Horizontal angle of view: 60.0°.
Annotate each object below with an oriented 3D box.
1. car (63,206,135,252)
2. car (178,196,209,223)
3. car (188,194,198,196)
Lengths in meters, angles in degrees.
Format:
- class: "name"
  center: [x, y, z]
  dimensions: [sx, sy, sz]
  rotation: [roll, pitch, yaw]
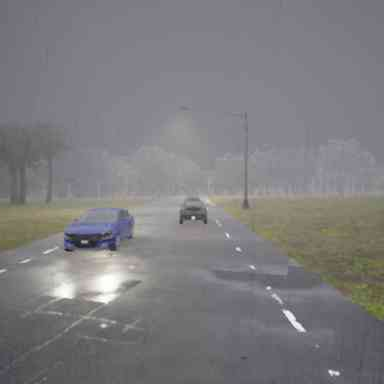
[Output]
- class: "car"
  center: [-3.585, 1.389, 13.625]
  dimensions: [1.882, 1.535, 5.008]
  rotation: [0, 1, 0]
- class: "car"
  center: [0.094, 1.311, 23.265]
  dimensions: [1.837, 1.490, 4.892]
  rotation: [0, 1, 0]
- class: "car"
  center: [0.101, 1.069, 43.648]
  dimensions: [1.837, 1.490, 4.892]
  rotation: [0, 1, 0]
